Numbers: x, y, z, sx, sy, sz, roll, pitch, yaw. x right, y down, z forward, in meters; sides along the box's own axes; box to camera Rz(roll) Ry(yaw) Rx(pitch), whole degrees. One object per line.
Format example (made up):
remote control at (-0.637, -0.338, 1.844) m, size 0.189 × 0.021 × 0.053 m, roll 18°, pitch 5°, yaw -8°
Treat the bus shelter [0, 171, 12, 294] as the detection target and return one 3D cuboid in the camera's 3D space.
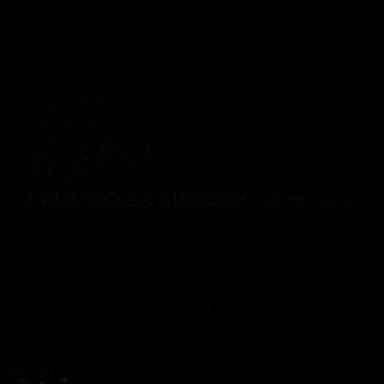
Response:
bus shelter at (-6.263, 0.868, 7.899) m, size 3.880 × 2.740 × 1.920 m, roll 1°, pitch 0°, yaw 36°
